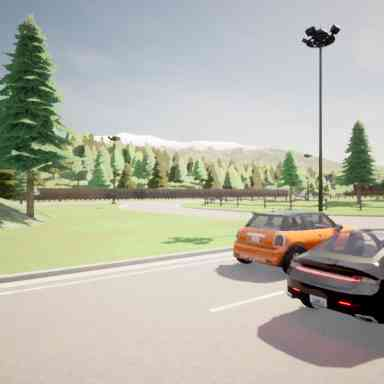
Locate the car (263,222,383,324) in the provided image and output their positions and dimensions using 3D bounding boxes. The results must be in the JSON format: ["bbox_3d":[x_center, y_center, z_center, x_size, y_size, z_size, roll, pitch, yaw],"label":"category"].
[{"bbox_3d":[3.958,1.490,6.600,4.902,1.511,2.128,0,0,-35],"label":"car"}]

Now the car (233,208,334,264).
[{"bbox_3d":[3.522,1.350,10.575,4.553,1.767,2.097,0,0,-35],"label":"car"}]
